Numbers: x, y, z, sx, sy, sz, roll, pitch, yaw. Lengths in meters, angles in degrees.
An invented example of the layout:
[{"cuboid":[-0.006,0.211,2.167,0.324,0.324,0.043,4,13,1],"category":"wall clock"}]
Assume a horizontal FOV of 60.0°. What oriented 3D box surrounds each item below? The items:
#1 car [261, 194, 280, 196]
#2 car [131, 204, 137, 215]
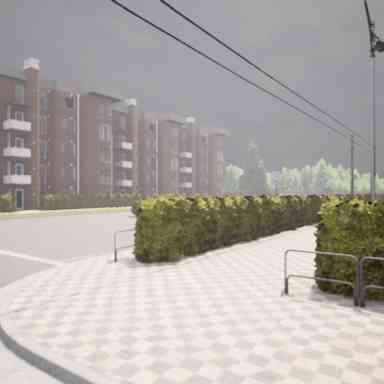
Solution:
[{"cuboid":[11.480,1.238,47.174,2.150,2.045,5.566,0,0,37],"category":"car"},{"cuboid":[-3.685,1.497,32.243,1.882,1.535,5.008,0,0,36],"category":"car"}]
